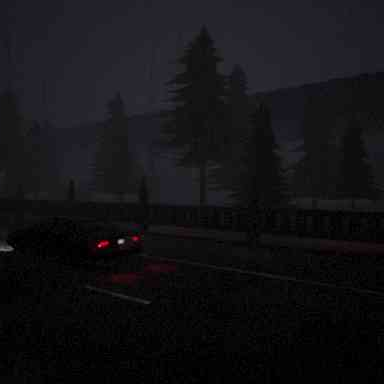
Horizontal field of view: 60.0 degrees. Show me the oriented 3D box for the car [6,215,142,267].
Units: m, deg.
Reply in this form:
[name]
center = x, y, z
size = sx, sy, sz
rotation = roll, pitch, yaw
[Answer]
[car]
center = -4.117, 1.488, 11.212
size = 5.357, 1.411, 2.033
rotation = 0, 0, 36
